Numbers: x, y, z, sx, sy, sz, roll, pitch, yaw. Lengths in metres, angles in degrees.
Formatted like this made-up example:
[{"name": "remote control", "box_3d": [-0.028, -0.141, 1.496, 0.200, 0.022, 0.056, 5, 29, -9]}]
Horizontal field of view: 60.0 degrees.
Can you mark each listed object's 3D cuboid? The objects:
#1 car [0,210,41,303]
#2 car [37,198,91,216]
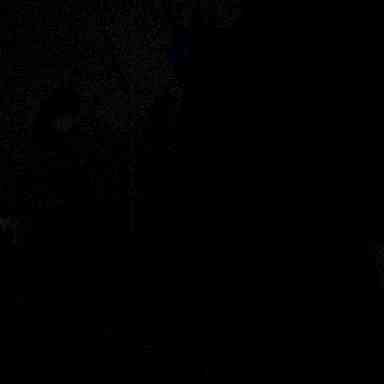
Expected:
[{"name": "car", "box_3d": [-5.542, 1.314, 6.758, 5.009, 1.841, 2.192, 0, 0, 35]}, {"name": "car", "box_3d": [-11.540, 1.319, 30.293, 1.882, 1.535, 5.008, 0, 0, 36]}]
